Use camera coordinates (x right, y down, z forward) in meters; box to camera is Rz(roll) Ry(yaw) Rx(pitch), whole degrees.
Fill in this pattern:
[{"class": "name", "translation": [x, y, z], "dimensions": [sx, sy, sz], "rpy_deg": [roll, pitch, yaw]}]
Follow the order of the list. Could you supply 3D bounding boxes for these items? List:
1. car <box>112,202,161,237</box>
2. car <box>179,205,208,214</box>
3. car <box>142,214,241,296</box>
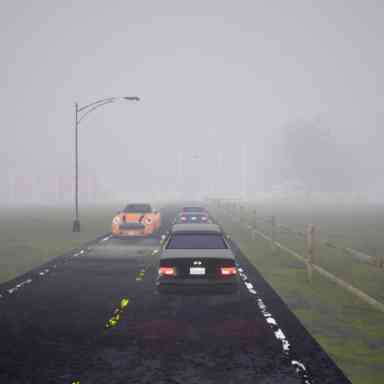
[{"class": "car", "translation": [-2.847, 1.356, 17.919], "dimensions": [2.097, 1.767, 4.553], "rpy_deg": [0, 0, 0]}, {"class": "car", "translation": [0.101, 1.556, 21.493], "dimensions": [2.033, 1.411, 5.357], "rpy_deg": [0, 0, 0]}, {"class": "car", "translation": [0.100, 1.548, 8.825], "dimensions": [2.033, 1.411, 5.357], "rpy_deg": [0, 0, 0]}]
